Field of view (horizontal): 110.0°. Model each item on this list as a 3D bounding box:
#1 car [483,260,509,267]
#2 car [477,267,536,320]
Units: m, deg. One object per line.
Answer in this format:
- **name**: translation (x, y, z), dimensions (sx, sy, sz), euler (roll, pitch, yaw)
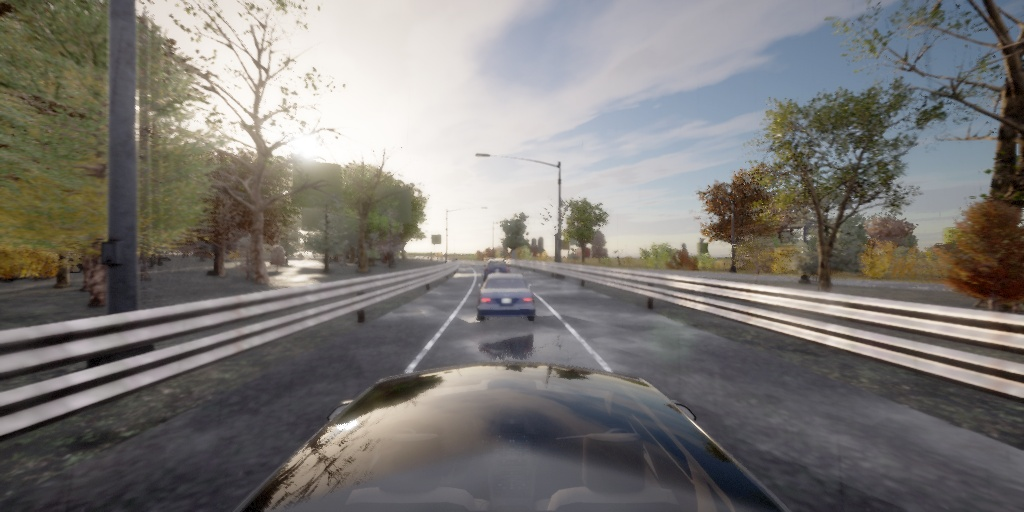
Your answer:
- **car**: translation (-1.276, 1.097, 29.670), dimensions (2.097, 1.767, 4.553), euler (0, 0, -4)
- **car**: translation (-0.235, 1.299, 12.538), dimensions (2.033, 1.411, 5.357), euler (0, 0, -2)
